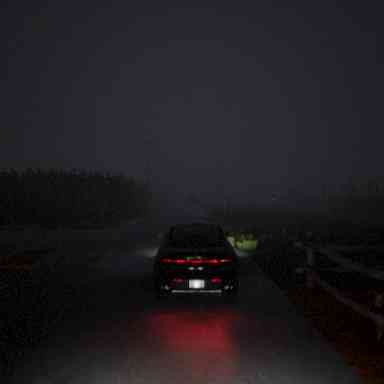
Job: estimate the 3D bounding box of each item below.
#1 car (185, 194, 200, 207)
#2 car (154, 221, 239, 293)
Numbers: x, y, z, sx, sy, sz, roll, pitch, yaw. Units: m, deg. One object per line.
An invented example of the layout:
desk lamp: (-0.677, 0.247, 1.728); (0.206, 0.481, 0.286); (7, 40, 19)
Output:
car: (0.062, 1.401, 53.481); (2.150, 2.045, 5.566); (0, 0, 0)
car: (0.101, 1.536, 8.907); (1.837, 1.490, 4.892); (0, 0, 0)
